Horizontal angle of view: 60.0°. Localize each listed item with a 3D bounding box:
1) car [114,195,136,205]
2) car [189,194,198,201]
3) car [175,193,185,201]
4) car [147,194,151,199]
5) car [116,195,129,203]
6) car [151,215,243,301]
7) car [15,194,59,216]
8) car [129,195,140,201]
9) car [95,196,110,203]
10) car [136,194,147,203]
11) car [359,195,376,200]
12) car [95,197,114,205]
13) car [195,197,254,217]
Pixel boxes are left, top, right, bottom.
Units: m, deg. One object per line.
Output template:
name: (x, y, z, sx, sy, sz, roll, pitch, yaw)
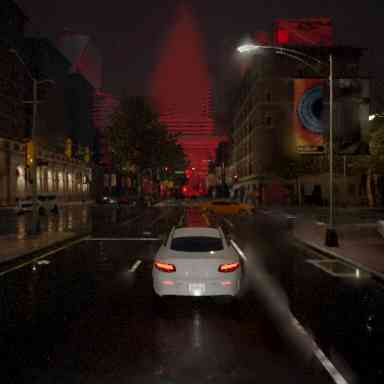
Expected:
car: (-11.336, 1.463, 56.782, 1.882, 1.535, 5.008, 0, 0, 0)
car: (0.380, 1.471, 86.462, 1.837, 1.490, 4.892, 0, 0, 0)
car: (-3.119, 1.196, 86.508, 2.150, 2.045, 5.566, 0, 0, 0)
car: (-11.144, 1.334, 80.938, 2.097, 1.767, 4.553, 0, 0, 0)
car: (-14.691, 1.482, 70.379, 1.837, 1.490, 4.892, 0, 0, 0)
car: (0.112, 1.524, 8.182, 1.812, 1.442, 4.674, 0, 0, 1)
car: (-14.962, 1.213, 32.528, 2.150, 2.045, 5.566, 0, 0, 0)
car: (-14.626, 1.456, 85.091, 1.882, 1.535, 5.008, 0, 0, 0)
car: (-17.956, 1.578, 66.929, 1.895, 1.301, 4.718, 0, 0, 0)
car: (-11.199, 1.530, 68.656, 2.033, 1.411, 5.357, 0, 0, 0)
car: (34.744, 1.463, 68.090, 2.231, 1.521, 4.892, 0, 0, 0)
car: (-14.825, 1.532, 57.983, 2.033, 1.411, 5.357, 0, 0, 1)
car: (3.126, 1.470, 30.612, 5.008, 1.535, 1.882, 0, 1, 14)
